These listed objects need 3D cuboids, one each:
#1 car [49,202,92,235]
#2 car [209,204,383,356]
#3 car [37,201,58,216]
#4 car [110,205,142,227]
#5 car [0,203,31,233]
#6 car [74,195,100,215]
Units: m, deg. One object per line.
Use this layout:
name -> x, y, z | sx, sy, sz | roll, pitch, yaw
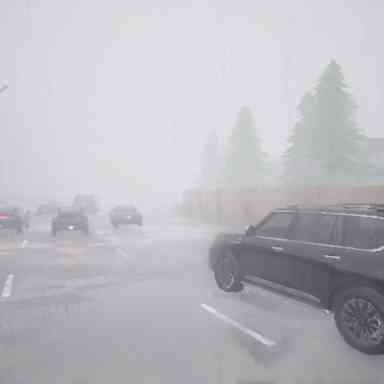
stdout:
car -> -6.942, 1.543, 19.098 | 1.837, 1.490, 4.892 | 0, 0, -20
car -> 2.521, 1.238, 6.480 | 2.150, 2.045, 5.566 | 0, 0, -29
car -> -14.335, 1.593, 33.791 | 1.812, 1.442, 4.674 | 0, 0, -10
car -> -4.745, 1.614, 23.588 | 1.994, 1.385, 4.181 | 0, 0, -18
car -> -10.770, 1.540, 19.534 | 1.837, 1.490, 4.892 | 0, -1, -19
car -> -10.957, 1.291, 34.663 | 2.150, 2.045, 5.566 | 0, 0, -10
